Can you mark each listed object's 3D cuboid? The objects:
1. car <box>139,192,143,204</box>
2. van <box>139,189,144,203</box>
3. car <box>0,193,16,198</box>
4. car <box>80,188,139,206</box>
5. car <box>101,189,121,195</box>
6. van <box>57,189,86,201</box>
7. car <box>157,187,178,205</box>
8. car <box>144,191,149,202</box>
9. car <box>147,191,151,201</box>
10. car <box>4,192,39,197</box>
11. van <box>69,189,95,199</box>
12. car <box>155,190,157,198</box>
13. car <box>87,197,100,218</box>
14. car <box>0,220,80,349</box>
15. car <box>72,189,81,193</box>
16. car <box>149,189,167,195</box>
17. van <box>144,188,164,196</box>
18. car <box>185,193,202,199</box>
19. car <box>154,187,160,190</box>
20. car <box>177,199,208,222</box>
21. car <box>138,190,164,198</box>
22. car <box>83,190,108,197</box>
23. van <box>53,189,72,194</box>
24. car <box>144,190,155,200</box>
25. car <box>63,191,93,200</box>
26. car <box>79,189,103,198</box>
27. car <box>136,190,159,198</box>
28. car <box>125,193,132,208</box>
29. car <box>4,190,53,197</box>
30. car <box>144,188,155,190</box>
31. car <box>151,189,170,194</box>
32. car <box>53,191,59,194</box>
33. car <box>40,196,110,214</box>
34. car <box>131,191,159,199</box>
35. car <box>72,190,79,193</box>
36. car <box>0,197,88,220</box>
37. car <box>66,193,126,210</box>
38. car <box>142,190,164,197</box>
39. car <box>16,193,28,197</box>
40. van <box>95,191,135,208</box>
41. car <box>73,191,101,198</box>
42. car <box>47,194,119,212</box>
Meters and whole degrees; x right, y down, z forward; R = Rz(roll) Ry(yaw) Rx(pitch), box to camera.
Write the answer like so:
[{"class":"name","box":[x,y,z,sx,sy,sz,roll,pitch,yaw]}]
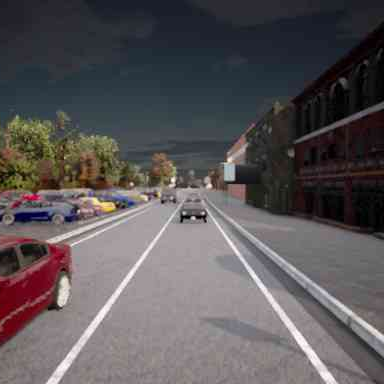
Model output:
[{"class":"car","box":[-9.268,1.116,43.503,4.674,1.452,2.002,0,0,0]},{"class":"van","box":[-9.366,0.828,46.207,4.442,1.987,1.878,0,1,0]},{"class":"car","box":[-21.901,1.136,35.061,4.892,1.521,2.231,0,0,0]},{"class":"car","box":[-9.272,0.865,37.850,5.566,2.045,2.435,0,0,0]},{"class":"car","box":[-21.557,0.038,88.718,4.892,1.521,2.231,0,1,0]},{"class":"van","box":[-21.851,0.508,60.485,4.442,1.987,1.878,0,1,0]},{"class":"car","box":[-3.248,0.738,47.717,2.150,2.045,5.566,0,1,1]},{"class":"car","box":[-9.234,1.048,49.167,4.674,1.452,2.002,0,1,0]},{"class":"car","box":[-9.212,0.983,52.001,4.674,1.452,2.002,0,1,0]},{"class":"car","box":[-21.831,1.126,40.583,4.792,1.488,2.163,0,0,0]},{"class":"van","box":[-21.813,0.368,66.133,4.442,1.987,1.878,0,1,0]},{"class":"car","box":[-9.166,0.774,60.475,4.674,1.452,2.002,0,1,0]},{"class":"car","box":[-9.388,1.256,23.724,4.674,1.452,2.002,0,0,0]},{"class":"car","box":[-3.351,1.446,4.807,1.882,1.535,5.008,0,0,0]},{"class":"car","box":[-21.721,0.681,57.540,4.553,1.767,2.185,0,1,0]},{"class":"car","box":[-8.989,0.076,88.724,4.674,1.452,2.002,0,1,0]},{"class":"van","box":[-9.160,0.019,80.243,4.442,1.987,1.878,0,1,0]},{"class":"car","box":[0.150,0.958,41.643,2.097,1.767,4.553,0,1,0]},{"class":"car","box":[-9.174,0.413,63.293,5.566,2.045,2.435,0,1,0]},{"class":"car","box":[0.101,1.407,24.134,1.895,1.301,4.718,0,1,0]},{"class":"car","box":[-8.909,0.452,71.772,5.366,1.575,1.946,0,1,0]},{"class":"car","box":[-21.642,0.388,74.479,5.008,1.535,2.097,0,1,0]},{"class":"van","box":[-21.668,0.717,52.015,4.442,1.987,1.878,0,1,0]},{"class":"car","box":[-9.192,0.873,54.825,5.008,1.535,2.097,0,1,0]},{"class":"car","box":[-21.722,0.665,63.314,4.892,1.521,2.231,0,1,0]},{"class":"car","box":[-21.695,0.332,71.654,4.553,1.767,2.185,0,1,0]},{"class":"car","box":[-9.143,0.399,68.946,4.553,1.767,2.185,0,1,0]},{"class":"car","box":[-9.322,1.136,35.026,5.008,1.535,2.097,0,0,0]},{"class":"car","box":[-21.814,0.825,43.405,5.566,2.045,2.435,0,0,0]},{"class":"car","box":[-9.212,0.678,57.647,4.553,1.767,2.185,0,1,0]},{"class":"car","box":[-8.953,-0.106,94.371,5.008,1.535,2.097,0,1,0]},{"class":"car","box":[-21.819,1.053,46.242,5.008,1.535,2.097,0,0,0]},{"class":"car","box":[-9.371,1.236,26.549,4.674,1.452,2.002,0,0,0]},{"class":"car","box":[-9.314,0.591,66.125,5.366,1.575,1.946,0,1,0]},{"class":"car","box":[-21.801,0.903,54.848,4.792,1.488,2.163,0,2,0]},{"class":"car","box":[-9.432,1.266,20.897,4.792,1.488,2.163,0,0,0]},{"class":"car","box":[-9.329,1.156,32.201,5.008,1.535,2.097,0,0,0]},{"class":"car","box":[-9.058,0.355,77.424,4.674,1.452,2.002,0,1,0]},{"class":"car","box":[-21.848,1.146,37.760,4.792,1.488,2.163,0,0,0]},{"class":"van","box":[-9.400,0.870,40.676,4.442,1.987,1.878,0,0,0]},{"class":"car","box":[-21.686,0.528,68.834,5.008,1.535,2.097,0,1,0]},{"class":"car","box":[-9.537,1.173,29.376,5.366,1.575,1.946,0,0,0]}]
